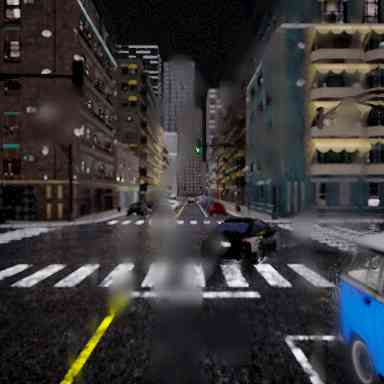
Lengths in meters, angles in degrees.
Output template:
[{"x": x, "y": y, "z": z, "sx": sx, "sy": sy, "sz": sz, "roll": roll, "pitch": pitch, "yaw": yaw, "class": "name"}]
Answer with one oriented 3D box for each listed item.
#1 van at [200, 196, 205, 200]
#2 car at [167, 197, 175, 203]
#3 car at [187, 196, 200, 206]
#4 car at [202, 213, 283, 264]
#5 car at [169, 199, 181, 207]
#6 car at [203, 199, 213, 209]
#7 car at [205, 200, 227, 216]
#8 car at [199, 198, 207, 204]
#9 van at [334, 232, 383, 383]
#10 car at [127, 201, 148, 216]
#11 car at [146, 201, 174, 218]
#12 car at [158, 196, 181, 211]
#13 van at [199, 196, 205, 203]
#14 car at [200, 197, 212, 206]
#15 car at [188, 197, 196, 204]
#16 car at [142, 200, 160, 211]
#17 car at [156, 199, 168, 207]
[{"x": 2.687, "y": 1.720, "z": 57.224, "sx": 1.690, "sy": 1.788, "sz": 3.998, "roll": 0, "pitch": 0, "yaw": 0, "class": "van"}, {"x": -5.689, "y": 2.140, "z": 90.207, "sx": 1.752, "sy": 1.417, "sz": 4.829, "roll": 0, "pitch": 0, "yaw": 0, "class": "car"}, {"x": 0.005, "y": 1.919, "z": 64.169, "sx": 2.128, "sy": 1.511, "sz": 4.902, "roll": 0, "pitch": 0, "yaw": 0, "class": "car"}, {"x": 1.975, "y": 1.643, "z": 12.349, "sx": 1.994, "sy": 1.385, "sz": 4.181, "roll": 0, "pitch": 0, "yaw": 27, "class": "car"}, {"x": -3.018, "y": 2.001, "z": 60.212, "sx": 1.895, "sy": 1.301, "sz": 4.718, "roll": 0, "pitch": 0, "yaw": 1, "class": "car"}, {"x": 2.688, "y": 1.831, "z": 40.653, "sx": 1.947, "sy": 1.339, "sz": 4.313, "roll": 0, "pitch": 0, "yaw": 0, "class": "car"}, {"x": 2.687, "y": 1.809, "z": 35.130, "sx": 1.802, "sy": 1.307, "sz": 4.206, "roll": 0, "pitch": 0, "yaw": 0, "class": "car"}, {"x": 2.691, "y": 2.062, "z": 79.486, "sx": 1.752, "sy": 1.417, "sz": 4.829, "roll": 0, "pitch": 0, "yaw": 0, "class": "car"}, {"x": 2.683, "y": 1.359, "z": 2.737, "sx": 1.690, "sy": 1.788, "sz": 3.998, "roll": 0, "pitch": 0, "yaw": 0, "class": "van"}, {"x": -5.694, "y": 1.793, "z": 35.142, "sx": 1.947, "sy": 1.339, "sz": 4.313, "roll": 0, "pitch": 0, "yaw": 0, "class": "car"}, {"x": -3.089, "y": 1.815, "z": 33.141, "sx": 1.895, "sy": 1.301, "sz": 4.718, "roll": 0, "pitch": 0, "yaw": 0, "class": "car"}, {"x": -3.070, "y": 1.524, "z": 45.885, "sx": 2.150, "sy": 2.045, "sz": 5.566, "roll": 0, "pitch": -1, "yaw": 1, "class": "car"}, {"x": 2.690, "y": 1.957, "z": 90.365, "sx": 1.690, "sy": 1.788, "sz": 3.998, "roll": -1, "pitch": 0, "yaw": 0, "class": "van"}, {"x": 2.689, "y": 1.885, "z": 51.700, "sx": 1.887, "sy": 1.381, "sz": 4.507, "roll": 0, "pitch": 0, "yaw": 0, "class": "car"}, {"x": 0.007, "y": 1.812, "z": 74.592, "sx": 1.882, "sy": 1.535, "sz": 5.008, "roll": 0, "pitch": 0, "yaw": 0, "class": "car"}, {"x": -5.693, "y": 1.868, "z": 46.189, "sx": 1.947, "sy": 1.339, "sz": 4.313, "roll": 0, "pitch": 0, "yaw": 0, "class": "car"}, {"x": -5.691, "y": 1.962, "z": 62.760, "sx": 1.887, "sy": 1.381, "sz": 4.507, "roll": 0, "pitch": 0, "yaw": 0, "class": "car"}]
